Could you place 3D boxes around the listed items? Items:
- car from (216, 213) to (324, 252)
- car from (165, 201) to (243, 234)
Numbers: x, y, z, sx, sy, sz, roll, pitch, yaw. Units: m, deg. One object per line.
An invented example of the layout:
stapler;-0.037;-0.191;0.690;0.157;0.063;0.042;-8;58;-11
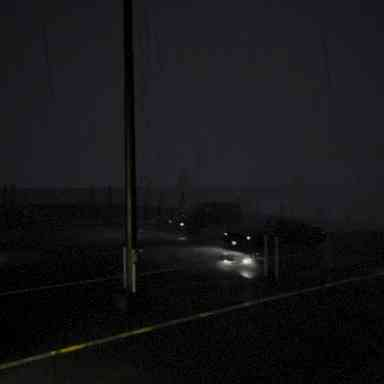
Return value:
car;3.936;1.864;15.349;5.357;1.411;2.033;4;-2;-35
car;0.950;1.608;21.824;5.566;2.045;2.150;4;-2;-35
